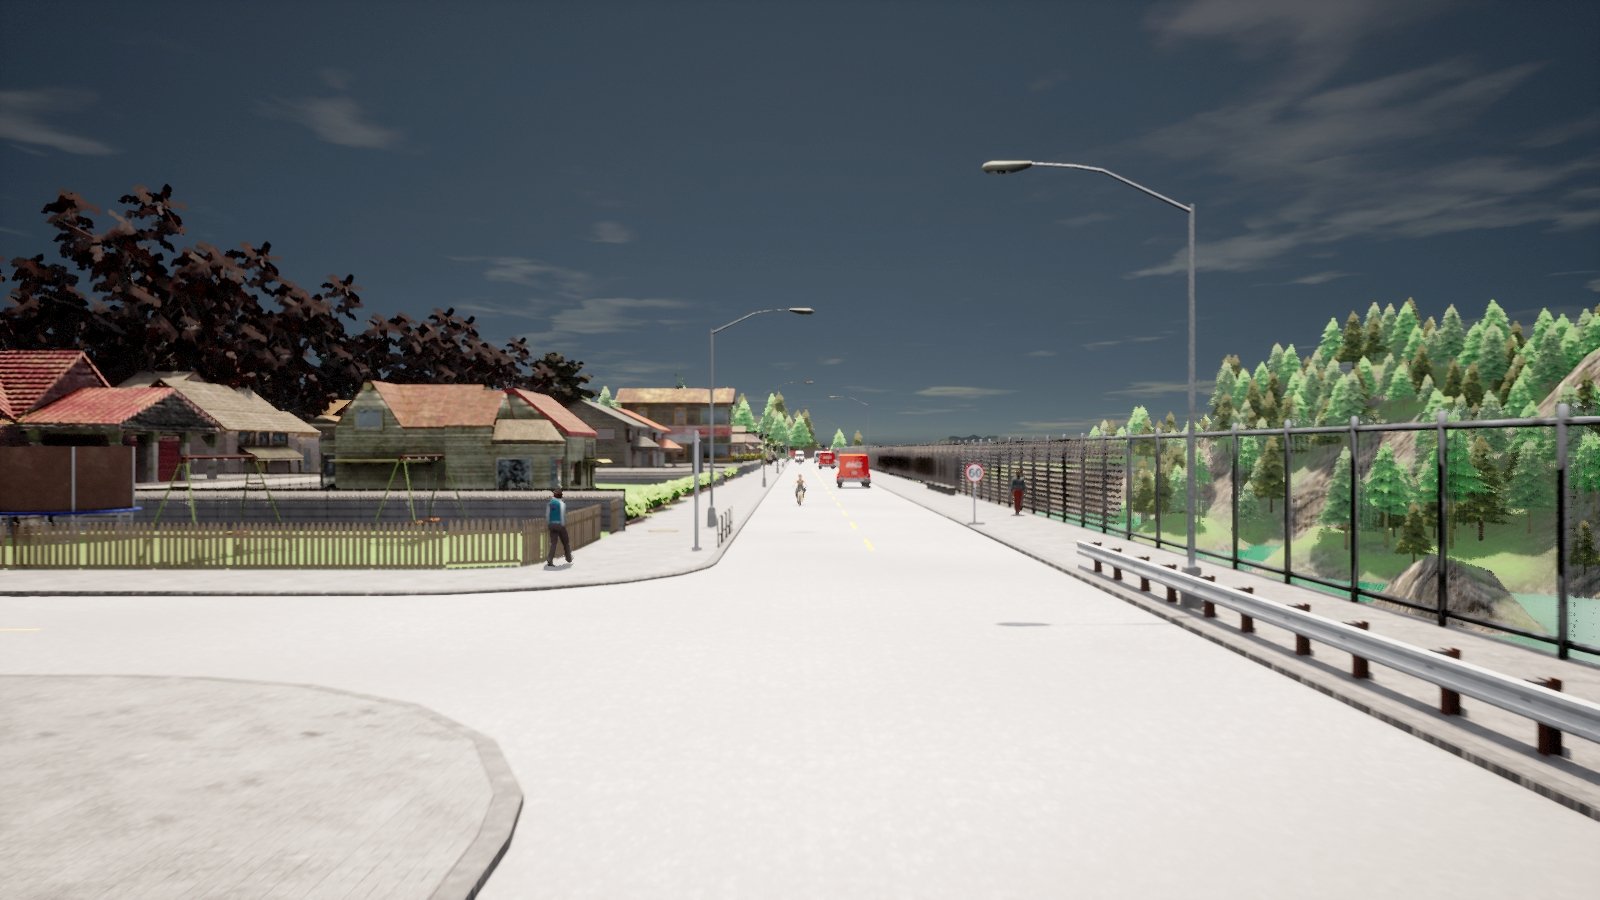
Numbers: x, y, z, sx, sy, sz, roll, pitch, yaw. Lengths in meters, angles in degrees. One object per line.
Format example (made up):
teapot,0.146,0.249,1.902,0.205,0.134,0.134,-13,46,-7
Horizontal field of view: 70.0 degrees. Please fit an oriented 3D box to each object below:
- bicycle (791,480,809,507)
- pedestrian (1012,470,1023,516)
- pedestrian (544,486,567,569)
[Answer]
bicycle,0.015,2.152,56.725,0.859,1.276,1.487,0,0,0
pedestrian,8.850,1.738,46.500,0.375,1.860,0.375,0,0,1
pedestrian,-5.549,1.743,25.910,0.375,1.860,0.375,0,0,19
